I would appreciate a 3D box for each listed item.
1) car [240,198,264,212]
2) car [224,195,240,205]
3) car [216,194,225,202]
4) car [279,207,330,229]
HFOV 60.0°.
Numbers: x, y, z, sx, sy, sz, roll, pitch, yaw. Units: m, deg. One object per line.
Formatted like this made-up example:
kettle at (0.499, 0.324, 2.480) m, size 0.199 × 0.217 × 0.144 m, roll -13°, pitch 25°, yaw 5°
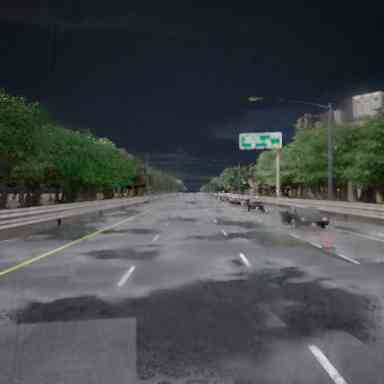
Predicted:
car at (7.092, 1.484, 38.537) m, size 1.837 × 1.490 × 4.892 m, roll 0°, pitch 0°, yaw 0°
car at (7.175, 1.555, 56.989) m, size 1.895 × 1.301 × 4.718 m, roll 0°, pitch 0°, yaw 0°
car at (7.263, 1.457, 75.953) m, size 2.128 × 1.511 × 4.902 m, roll 0°, pitch 0°, yaw 0°
car at (7.031, 1.595, 21.401) m, size 1.895 × 1.301 × 4.718 m, roll 0°, pitch 0°, yaw 0°
